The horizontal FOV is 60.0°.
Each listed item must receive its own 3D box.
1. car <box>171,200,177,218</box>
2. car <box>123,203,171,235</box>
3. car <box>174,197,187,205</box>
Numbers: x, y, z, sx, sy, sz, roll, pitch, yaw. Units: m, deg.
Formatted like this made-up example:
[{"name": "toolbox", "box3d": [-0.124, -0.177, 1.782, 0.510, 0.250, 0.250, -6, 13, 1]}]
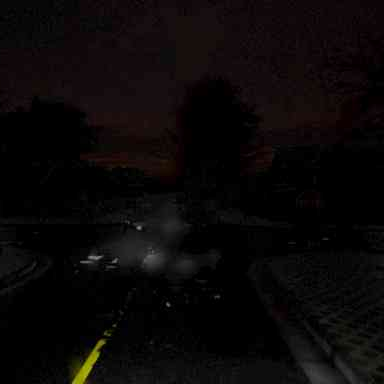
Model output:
[{"name": "car", "box3d": [-2.533, 1.610, 26.928, 1.895, 1.301, 4.718, 0, 0, 1]}, {"name": "car", "box3d": [-2.597, 1.509, 18.864, 2.128, 1.511, 4.902, 1, 0, 0]}, {"name": "car", "box3d": [-2.095, 1.509, 59.419, 1.895, 1.301, 4.718, 0, 0, 5]}]
